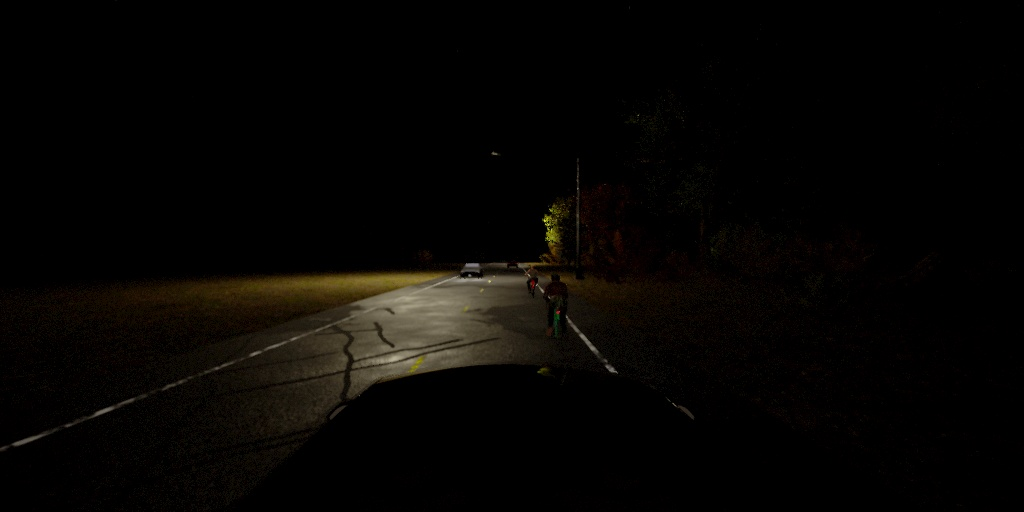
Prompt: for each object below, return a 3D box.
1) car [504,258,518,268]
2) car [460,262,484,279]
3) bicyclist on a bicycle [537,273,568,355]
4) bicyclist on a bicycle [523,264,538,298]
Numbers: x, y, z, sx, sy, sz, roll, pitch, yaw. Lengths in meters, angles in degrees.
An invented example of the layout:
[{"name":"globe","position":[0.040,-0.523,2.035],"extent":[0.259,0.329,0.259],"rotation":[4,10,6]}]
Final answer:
[{"name":"car","position":[0.098,1.305,61.828],"extent":[2.033,1.411,5.357],"rotation":[0,0,0]},{"name":"car","position":[-3.602,1.301,33.301],"extent":[2.033,1.411,5.357],"rotation":[0,0,0]},{"name":"bicyclist on a bicycle","position":[0.962,1.204,7.772],"extent":[0.582,1.620,1.656],"rotation":[0,0,0]},{"name":"bicyclist on a bicycle","position":[0.995,1.188,17.495],"extent":[0.866,1.612,1.509],"rotation":[0,0,0]}]
